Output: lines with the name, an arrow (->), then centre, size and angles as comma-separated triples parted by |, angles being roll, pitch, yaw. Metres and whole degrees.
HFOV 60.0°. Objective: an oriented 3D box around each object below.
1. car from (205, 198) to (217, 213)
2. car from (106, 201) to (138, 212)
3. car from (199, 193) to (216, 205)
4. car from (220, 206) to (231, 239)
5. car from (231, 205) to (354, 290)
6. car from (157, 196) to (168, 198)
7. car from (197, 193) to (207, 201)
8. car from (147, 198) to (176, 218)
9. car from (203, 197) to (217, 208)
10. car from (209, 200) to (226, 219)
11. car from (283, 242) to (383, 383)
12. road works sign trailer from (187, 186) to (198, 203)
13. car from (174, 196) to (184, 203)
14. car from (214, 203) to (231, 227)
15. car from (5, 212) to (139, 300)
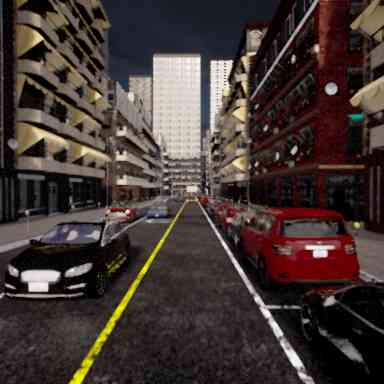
car -> 2.563, 1.558, 31.214 | 1.947, 1.339, 4.313 | -1, 0, 0
car -> -5.320, 1.434, 25.645 | 1.967, 1.590, 4.097 | -1, 0, 0
car -> 2.563, 1.301, 47.861 | 2.192, 1.841, 5.009 | -1, 0, 0
car -> 2.559, 1.548, 14.567 | 2.008, 1.369, 4.403 | -1, 0, 0
car -> 2.555, 1.314, 9.018 | 2.192, 1.841, 5.009 | -1, 0, 0
car -> -5.313, 1.509, 53.221 | 1.752, 1.417, 4.829 | -1, 0, 0
car -> 2.572, 1.284, 86.704 | 2.192, 1.841, 5.009 | -1, 0, 0
car -> -2.844, 1.540, 29.831 | 2.033, 1.411, 5.357 | 0, 0, 0
car -> 2.564, 1.541, 36.763 | 2.008, 1.369, 4.403 | -1, 0, 0
car -> 2.562, 1.576, 25.665 | 1.802, 1.307, 4.206 | -1, 0, 0
car -> 2.557, 1.566, 3.469 | 1.947, 1.339, 4.313 | -1, 0, 0
road works sign trailer -> 0.045, 0.442, 69.307 | 2.380, 3.560, 2.880 | 0, 0, -1
car -> -2.735, 1.508, 70.099 | 1.994, 1.385, 4.181 | 0, 0, 0
car -> 2.561, 1.578, 20.116 | 1.802, 1.307, 4.206 | -1, 0, 0
car -> -2.815, 1.491, 8.584 | 2.128, 1.511, 4.902 | 0, 0, 0
